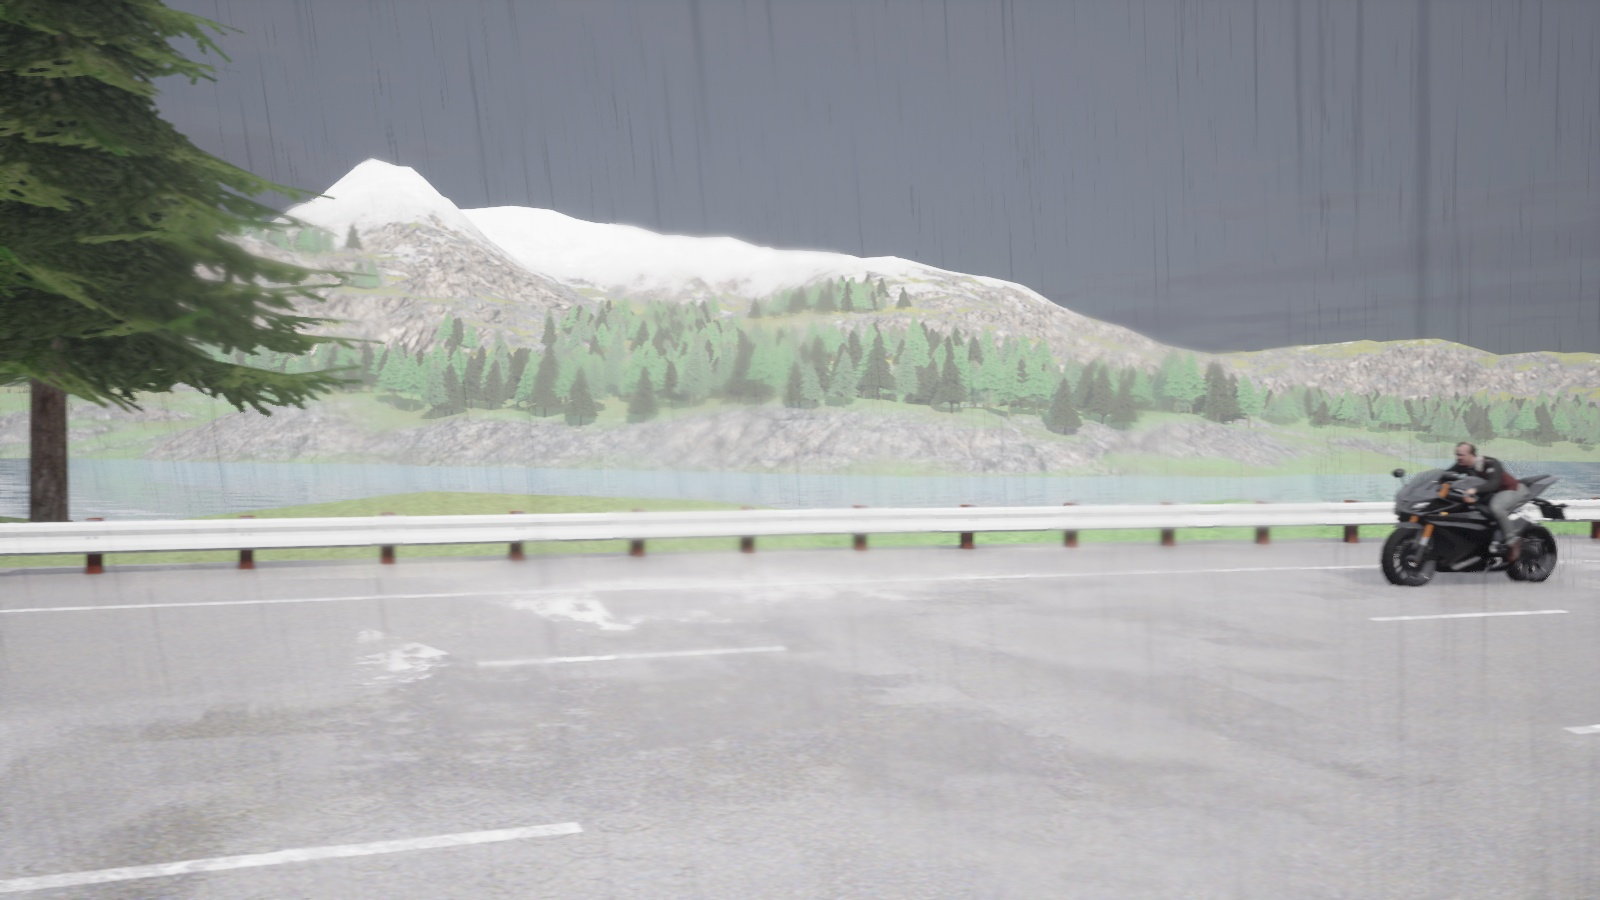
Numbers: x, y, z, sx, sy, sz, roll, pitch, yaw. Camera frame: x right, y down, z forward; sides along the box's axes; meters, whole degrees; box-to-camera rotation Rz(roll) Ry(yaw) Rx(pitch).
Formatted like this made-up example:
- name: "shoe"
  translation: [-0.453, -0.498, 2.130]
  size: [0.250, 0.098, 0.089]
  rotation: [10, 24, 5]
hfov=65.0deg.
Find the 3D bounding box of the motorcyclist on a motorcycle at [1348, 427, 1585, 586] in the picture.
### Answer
- name: "motorcyclist on a motorcycle"
  translation: [6.912, 0.544, 13.041]
  size: [2.191, 1.530, 0.866]
  rotation: [-1, 2, -17]
